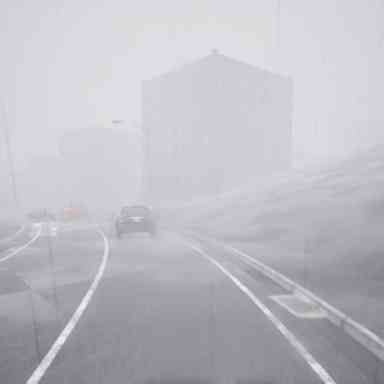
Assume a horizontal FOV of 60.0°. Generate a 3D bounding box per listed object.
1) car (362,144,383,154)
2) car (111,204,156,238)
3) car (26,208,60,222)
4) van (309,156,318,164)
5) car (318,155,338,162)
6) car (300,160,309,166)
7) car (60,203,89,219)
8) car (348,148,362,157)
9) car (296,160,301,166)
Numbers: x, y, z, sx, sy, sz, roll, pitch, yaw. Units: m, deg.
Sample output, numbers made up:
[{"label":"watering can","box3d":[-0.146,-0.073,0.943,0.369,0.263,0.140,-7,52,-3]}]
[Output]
[{"label":"car","box3d":[23.791,-5.248,41.526,2.185,1.767,4.553,0,1,2]},{"label":"car","box3d":[-3.452,1.489,19.044,2.097,1.767,4.553,-1,-1,-17]},{"label":"car","box3d":[-15.425,2.321,33.996,1.895,1.301,4.718,-2,-1,-38]},{"label":"van","box3d":[24.544,-5.885,63.440,1.878,1.987,4.442,0,1,2]},{"label":"car","box3d":[24.359,-5.533,58.052,2.231,1.521,4.892,0,1,2]},{"label":"car","box3d":[24.740,-5.745,69.084,2.002,1.452,4.674,0,1,2]},{"label":"car","box3d":[-13.161,2.019,36.931,2.097,1.767,4.553,-2,-1,-36]},{"label":"car","box3d":[23.981,-5.389,47.042,2.185,1.767,4.553,0,1,2]},{"label":"car","box3d":[24.927,-6.152,74.561,2.435,2.045,5.566,0,1,2]}]
